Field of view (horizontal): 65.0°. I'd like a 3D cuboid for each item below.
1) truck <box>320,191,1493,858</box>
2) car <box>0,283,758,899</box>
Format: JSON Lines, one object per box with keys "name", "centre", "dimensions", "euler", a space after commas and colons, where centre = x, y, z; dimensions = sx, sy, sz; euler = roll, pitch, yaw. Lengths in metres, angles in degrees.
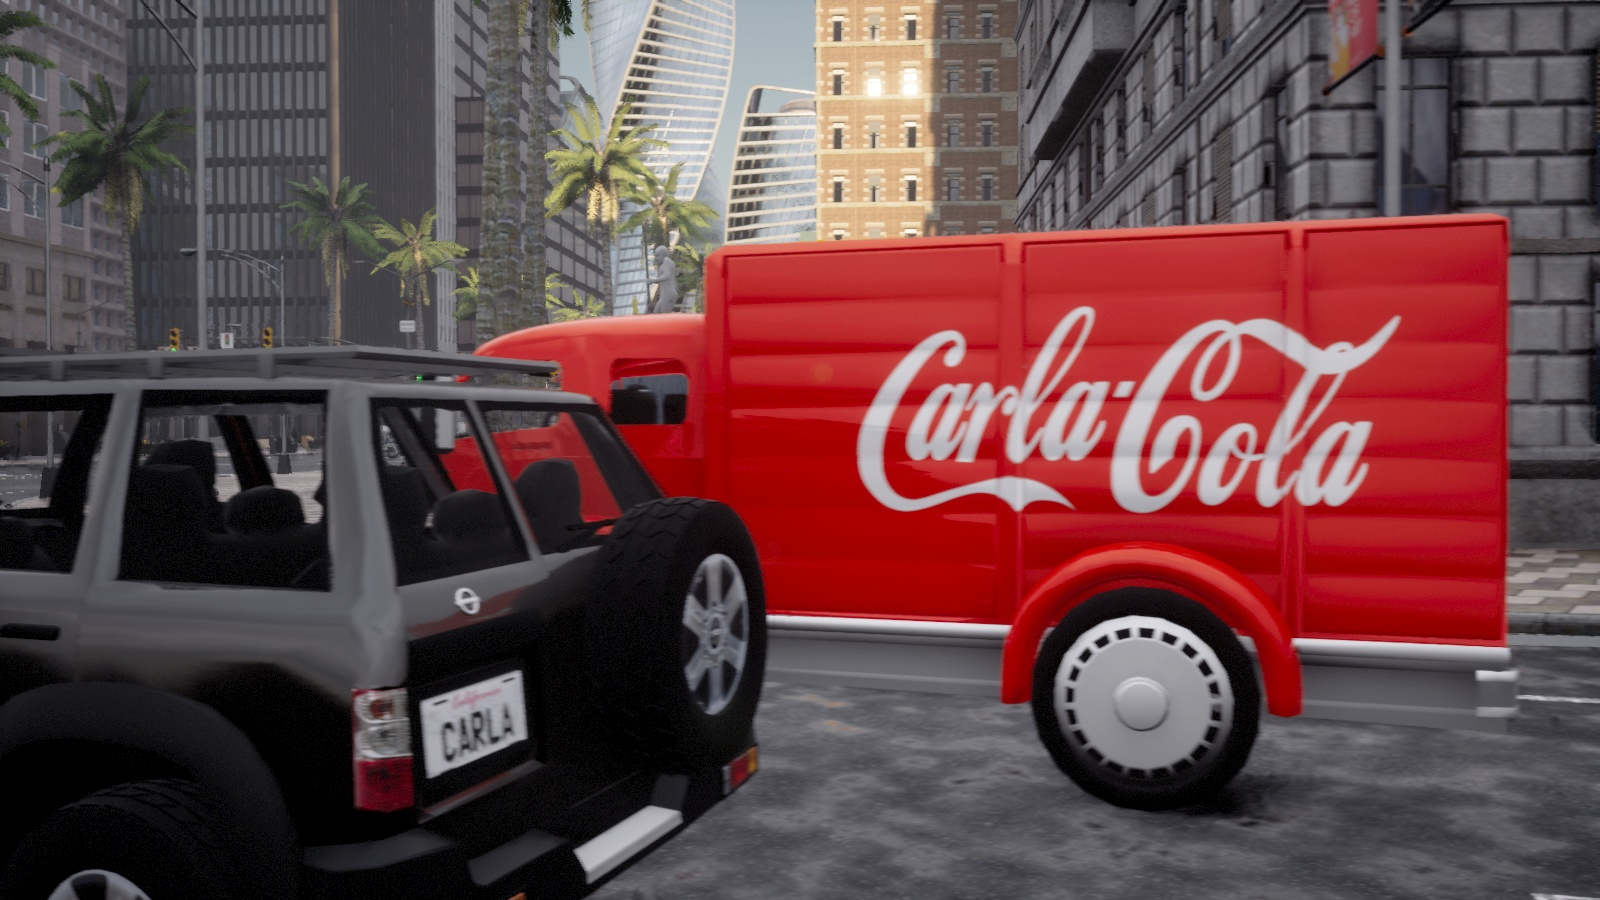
{"name": "truck", "centre": [0.487, 0.240, 6.703], "dimensions": [5.204, 2.467, 2.627], "euler": [1, 1, 18]}
{"name": "car", "centre": [-2.641, 0.569, 4.164], "dimensions": [4.605, 1.855, 1.932], "euler": [1, 1, 21]}
